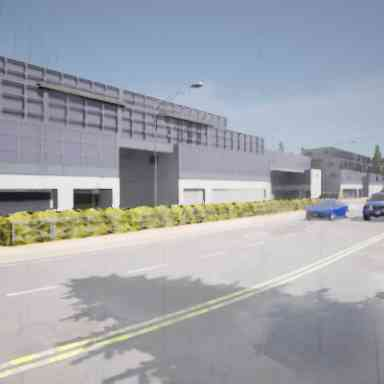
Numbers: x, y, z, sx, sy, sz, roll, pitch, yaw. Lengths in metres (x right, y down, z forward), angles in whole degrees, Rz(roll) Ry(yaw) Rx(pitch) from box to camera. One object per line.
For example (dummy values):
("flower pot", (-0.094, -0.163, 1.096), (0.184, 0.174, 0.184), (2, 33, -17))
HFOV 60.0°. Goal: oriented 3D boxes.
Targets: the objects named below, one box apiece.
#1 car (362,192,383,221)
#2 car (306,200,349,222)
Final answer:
("car", (14.354, 1.037, 24.473), (2.150, 2.045, 5.566), (-1, 0, 42))
("car", (10.349, 1.335, 25.270), (1.882, 1.535, 5.008), (-1, 0, 42))
